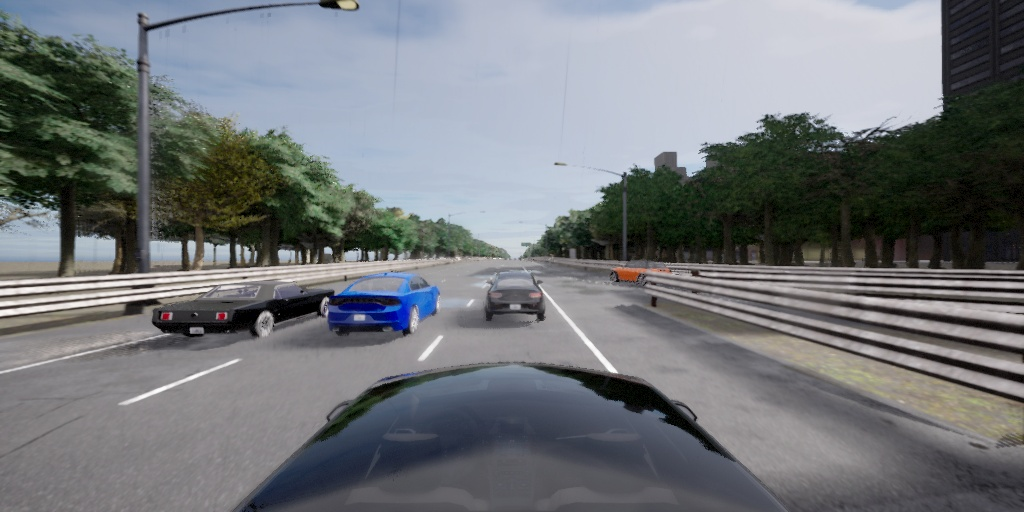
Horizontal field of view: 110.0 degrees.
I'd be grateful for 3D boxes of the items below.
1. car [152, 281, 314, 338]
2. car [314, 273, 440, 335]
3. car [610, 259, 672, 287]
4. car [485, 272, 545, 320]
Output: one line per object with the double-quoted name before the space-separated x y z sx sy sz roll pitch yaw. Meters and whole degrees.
"car" -6.900 1.340 10.080 1.895 1.301 4.718 0 0 0
"car" -3.398 1.216 10.469 1.882 1.535 5.008 0 0 0
"car" 8.700 1.065 24.506 2.097 1.767 4.553 0 0 -18
"car" 0.101 1.259 12.389 1.812 1.442 4.674 0 0 0
